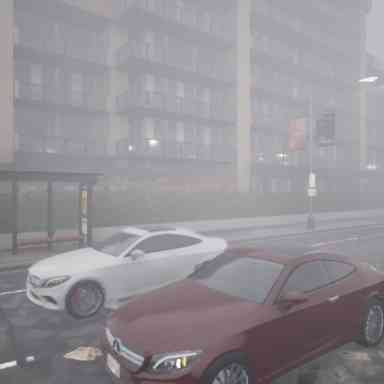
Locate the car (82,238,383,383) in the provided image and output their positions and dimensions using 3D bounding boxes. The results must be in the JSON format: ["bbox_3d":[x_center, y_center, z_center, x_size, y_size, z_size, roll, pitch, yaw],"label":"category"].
[{"bbox_3d":[1.080,1.526,4.787,4.674,1.442,1.812,0,0,-36],"label":"car"}]

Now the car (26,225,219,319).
[{"bbox_3d":[-1.129,1.526,7.508,4.674,1.442,1.812,0,0,-36],"label":"car"}]
